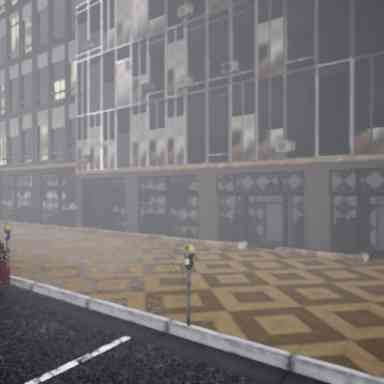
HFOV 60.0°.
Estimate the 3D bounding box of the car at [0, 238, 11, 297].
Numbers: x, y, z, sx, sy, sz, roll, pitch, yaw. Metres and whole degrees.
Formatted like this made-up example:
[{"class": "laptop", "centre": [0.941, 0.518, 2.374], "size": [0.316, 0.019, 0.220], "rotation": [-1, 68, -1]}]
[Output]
[{"class": "car", "centre": [-5.790, 1.354, 6.970], "size": [5.009, 1.841, 2.192], "rotation": [0, 0, 35]}]
